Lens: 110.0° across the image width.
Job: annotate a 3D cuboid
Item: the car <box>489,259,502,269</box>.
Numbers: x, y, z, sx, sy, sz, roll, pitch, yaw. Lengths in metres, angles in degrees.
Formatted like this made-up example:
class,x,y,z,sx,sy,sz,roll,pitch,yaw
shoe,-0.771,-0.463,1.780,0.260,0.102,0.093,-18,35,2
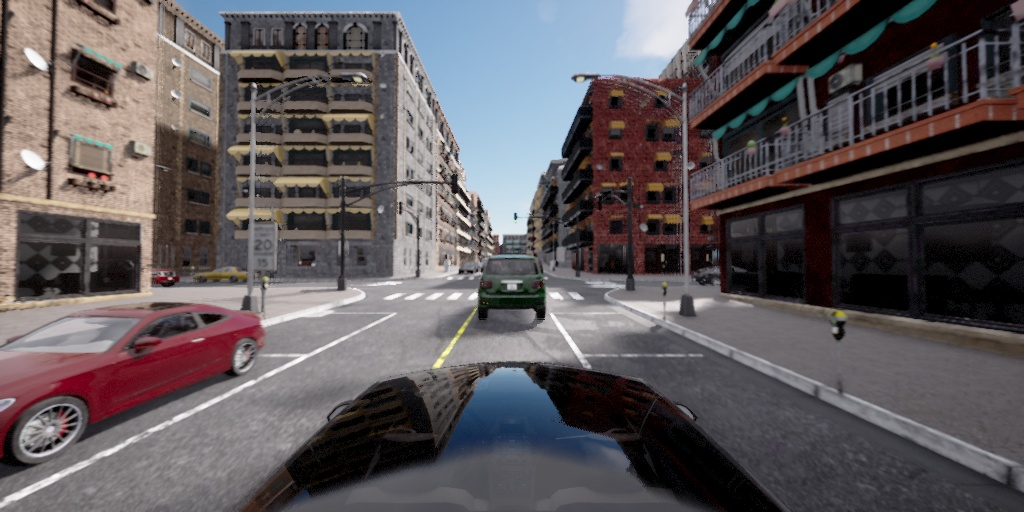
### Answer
class,x,y,z,sx,sy,sz,roll,pitch,yaw
car,-2.775,1.340,61.425,2.097,1.767,4.553,0,0,1

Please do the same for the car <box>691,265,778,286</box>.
class,x,y,z,sx,sy,sz,roll,pitch,yaw
car,13.754,1.259,22.733,4.403,1.370,2.007,0,0,0

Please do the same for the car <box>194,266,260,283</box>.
class,x,y,z,sx,sy,sz,roll,pitch,yaw
car,-24.432,1.536,30.716,4.829,1.417,1.751,0,0,0

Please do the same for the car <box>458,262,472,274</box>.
class,x,y,z,sx,sy,sz,roll,pitch,yaw
car,-5.299,1.469,42.987,1.948,1.339,4.313,0,0,0

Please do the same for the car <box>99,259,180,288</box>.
class,x,y,z,sx,sy,sz,roll,pitch,yaw
car,-24.281,1.134,22.837,5.009,1.841,2.192,0,0,0

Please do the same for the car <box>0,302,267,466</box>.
class,x,y,z,sx,sy,sz,roll,pitch,yaw
car,-5.312,1.344,4.907,1.802,1.307,4.207,0,0,0

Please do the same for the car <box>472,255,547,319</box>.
class,x,y,z,sx,sy,sz,roll,pitch,yaw
car,-0.002,1.011,13.052,2.150,2.045,5.566,0,-1,0
